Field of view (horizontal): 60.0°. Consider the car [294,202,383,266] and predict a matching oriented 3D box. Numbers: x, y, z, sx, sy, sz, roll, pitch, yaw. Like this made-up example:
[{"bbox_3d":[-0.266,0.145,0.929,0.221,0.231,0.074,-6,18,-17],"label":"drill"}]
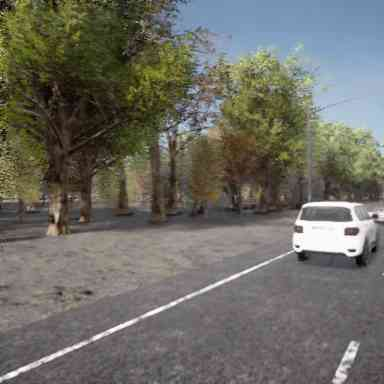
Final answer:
[{"bbox_3d":[5.552,1.382,12.478,2.150,2.045,5.566,-1,-1,34],"label":"car"}]
